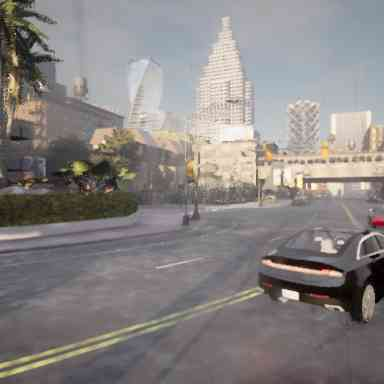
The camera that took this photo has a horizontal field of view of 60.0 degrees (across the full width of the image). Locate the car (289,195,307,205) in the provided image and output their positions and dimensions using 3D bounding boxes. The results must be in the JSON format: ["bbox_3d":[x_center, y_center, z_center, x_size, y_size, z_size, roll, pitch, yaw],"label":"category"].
[{"bbox_3d":[20.728,1.686,65.071,2.097,1.535,5.008,0,0,23],"label":"car"}]

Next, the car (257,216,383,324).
[{"bbox_3d":[3.361,1.512,7.306,2.128,1.511,4.902,0,0,45],"label":"car"}]

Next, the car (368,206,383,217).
[{"bbox_3d":[12.889,1.612,22.085,1.994,1.385,4.181,0,0,25],"label":"car"}]

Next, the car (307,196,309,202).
[{"bbox_3d":[23.142,1.577,71.027,2.185,1.767,4.553,0,0,23],"label":"car"}]
